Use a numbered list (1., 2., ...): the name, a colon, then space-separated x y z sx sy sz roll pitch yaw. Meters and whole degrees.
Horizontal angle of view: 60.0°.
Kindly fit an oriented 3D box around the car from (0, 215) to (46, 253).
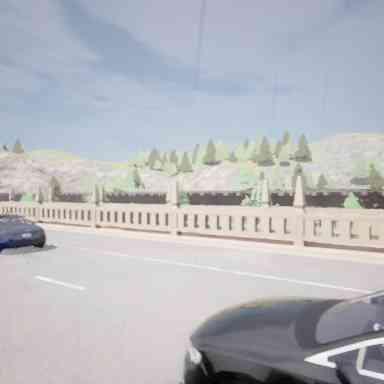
1. car: -8.009 1.652 13.989 4.181 1.385 1.994 0 0 35

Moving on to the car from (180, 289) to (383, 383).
1. car: 2.133 1.489 2.471 4.902 1.511 2.128 0 0 35
